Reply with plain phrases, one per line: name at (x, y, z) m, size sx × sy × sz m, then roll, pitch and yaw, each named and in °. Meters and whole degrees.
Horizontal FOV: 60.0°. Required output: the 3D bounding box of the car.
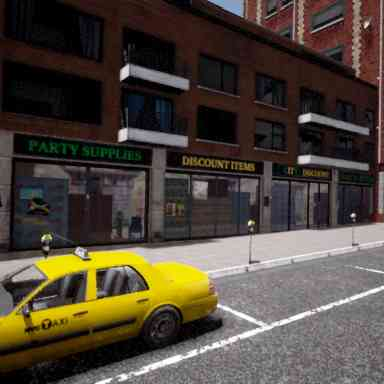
car at (-1.844, 1.526, 4.755) m, size 4.829 × 1.417 × 1.752 m, roll 0°, pitch 2°, yaw -35°
